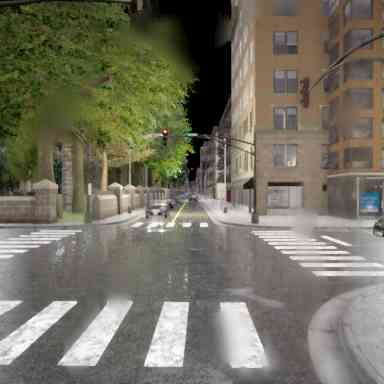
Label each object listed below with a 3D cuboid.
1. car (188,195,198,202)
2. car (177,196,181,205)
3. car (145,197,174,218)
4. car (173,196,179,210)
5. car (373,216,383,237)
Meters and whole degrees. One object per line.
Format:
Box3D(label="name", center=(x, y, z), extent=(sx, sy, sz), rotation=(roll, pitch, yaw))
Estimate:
Box3D(label="car", center=(0.227, 1.420, 70.694), extent=(1.812, 1.442, 4.674), rotation=(0, 0, 0))
Box3D(label="car", center=(-2.903, 1.468, 58.671), extent=(2.033, 1.411, 5.357), rotation=(0, 0, 1))
Box3D(label="car", center=(-3.007, 1.470, 29.740), extent=(2.128, 1.511, 4.902), rotation=(0, 0, 0))
Box3D(label="car", center=(-2.991, 1.558, 41.139), extent=(1.895, 1.301, 4.718), rotation=(0, 0, 0))
Box3D(label="car", center=(11.009, 1.365, 15.502), extent=(4.553, 1.767, 2.097), rotation=(0, 0, 1))
